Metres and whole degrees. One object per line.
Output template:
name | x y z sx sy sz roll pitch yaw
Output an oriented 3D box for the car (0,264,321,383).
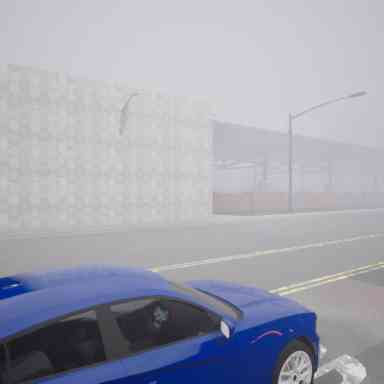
car | -0.791 1.478 3.185 5.008 1.535 1.882 0 0 -36
